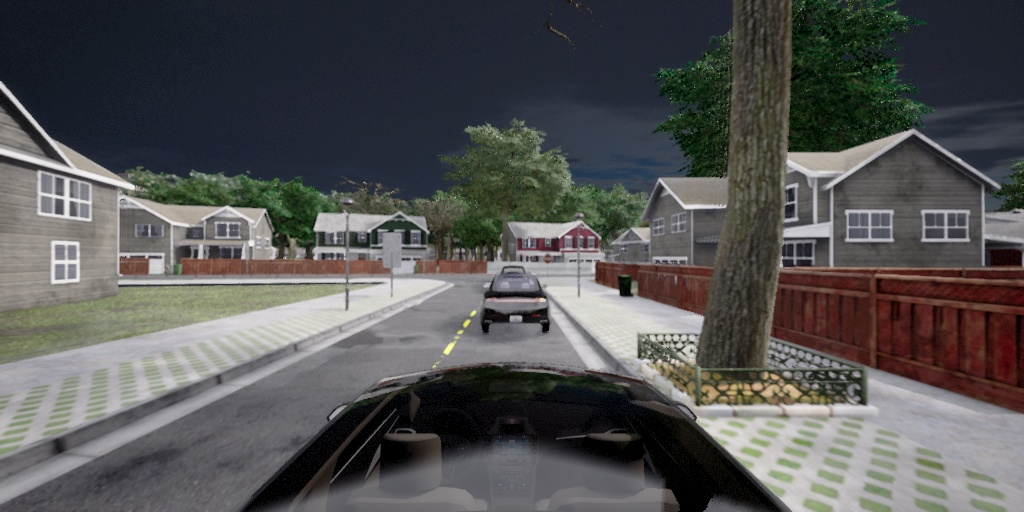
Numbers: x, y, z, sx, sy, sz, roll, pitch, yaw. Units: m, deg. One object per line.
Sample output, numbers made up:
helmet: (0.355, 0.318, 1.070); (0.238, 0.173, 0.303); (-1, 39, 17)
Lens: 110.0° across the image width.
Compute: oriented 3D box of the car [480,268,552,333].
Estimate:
car: (0.096, 1.289, 10.939); (2.128, 1.511, 4.902); (0, 0, 0)

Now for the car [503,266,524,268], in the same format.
car: (0.090, 1.357, 22.547); (1.837, 1.490, 4.892); (0, 0, 0)
